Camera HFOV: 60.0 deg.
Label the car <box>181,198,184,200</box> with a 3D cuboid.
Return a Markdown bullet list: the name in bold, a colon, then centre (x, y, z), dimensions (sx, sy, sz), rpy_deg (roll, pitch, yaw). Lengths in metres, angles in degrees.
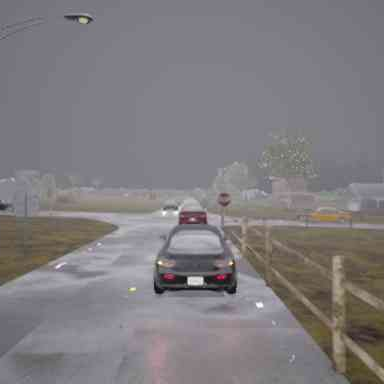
- **car**: centre (-2.889, 1.890, 60.077), dimensions (1.837, 1.490, 4.892), rpy_deg (0, -1, 0)

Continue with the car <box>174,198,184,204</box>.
- **car**: centre (-2.849, 2.047, 74.827), dimensions (1.994, 1.385, 4.181), rpy_deg (0, 0, 0)

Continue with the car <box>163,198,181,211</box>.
- **car**: centre (-2.881, 1.766, 45.985), dimensions (1.882, 1.535, 5.008), rpy_deg (0, 0, -1)

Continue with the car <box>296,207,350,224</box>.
- **car**: centre (12.646, 2.217, 32.320), dimensions (5.008, 1.535, 1.882), rpy_deg (2, 0, -2)

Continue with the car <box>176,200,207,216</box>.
- **car**: centre (0.058, 1.620, 23.938), dimensions (1.882, 1.535, 5.008), rpy_deg (0, 0, 0)

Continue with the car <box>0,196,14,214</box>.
- **car**: centre (-17.050, 1.061, 29.345), dimensions (4.902, 1.511, 2.128), rpy_deg (2, 0, 0)

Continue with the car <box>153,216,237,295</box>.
- **car**: centre (0.084, 1.572, 8.739), dimensions (1.812, 1.442, 4.674), rpy_deg (0, 0, 0)
